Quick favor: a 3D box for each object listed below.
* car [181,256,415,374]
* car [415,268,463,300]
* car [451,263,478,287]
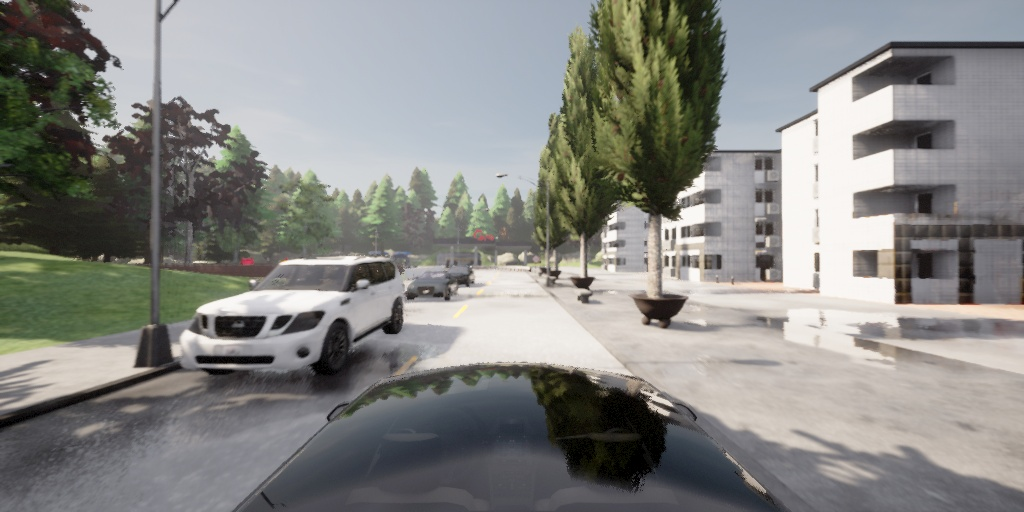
[{"bbox_3d":[-4.089,1.029,8.021,2.150,2.045,5.566,0,0,0],"label":"car"},{"bbox_3d":[-3.973,1.480,18.595,1.994,1.385,4.181,0,-1,0],"label":"car"},{"bbox_3d":[-3.974,1.482,27.550,1.882,1.535,5.008,0,-1,1],"label":"car"}]
